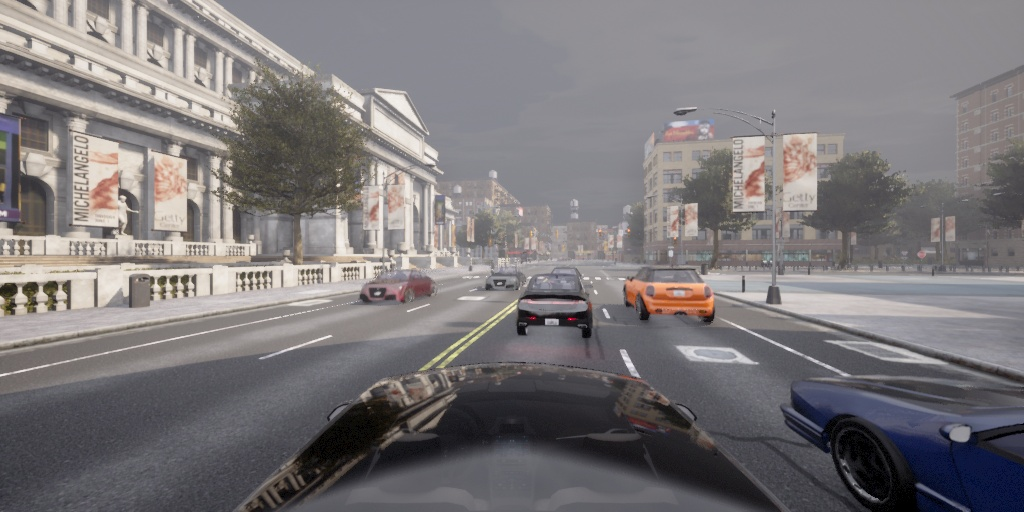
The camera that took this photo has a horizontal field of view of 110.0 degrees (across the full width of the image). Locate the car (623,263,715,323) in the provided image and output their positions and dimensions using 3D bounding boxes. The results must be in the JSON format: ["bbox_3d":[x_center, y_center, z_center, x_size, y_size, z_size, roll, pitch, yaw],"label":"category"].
[{"bbox_3d":[5.204,1.101,12.481,2.097,1.767,4.553,0,0,10],"label":"car"}]

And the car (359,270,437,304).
[{"bbox_3d":[-4.991,1.314,16.247,1.994,1.385,4.181,0,0,11],"label":"car"}]

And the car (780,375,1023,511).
[{"bbox_3d":[3.647,1.298,1.171,2.033,1.411,5.357,0,0,1],"label":"car"}]

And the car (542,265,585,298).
[{"bbox_3d":[2.945,1.297,19.763,2.033,1.411,5.357,0,0,11],"label":"car"}]

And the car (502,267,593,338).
[{"bbox_3d":[1.270,1.242,10.287,2.128,1.511,4.902,0,0,9],"label":"car"}]

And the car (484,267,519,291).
[{"bbox_3d":[-0.310,1.352,21.966,1.994,1.385,4.181,0,0,11],"label":"car"}]
